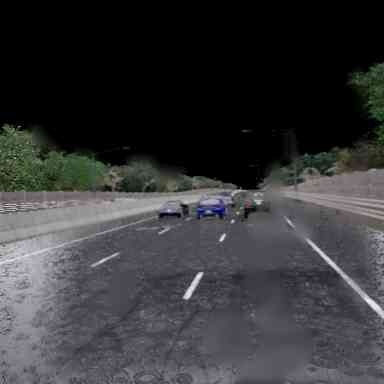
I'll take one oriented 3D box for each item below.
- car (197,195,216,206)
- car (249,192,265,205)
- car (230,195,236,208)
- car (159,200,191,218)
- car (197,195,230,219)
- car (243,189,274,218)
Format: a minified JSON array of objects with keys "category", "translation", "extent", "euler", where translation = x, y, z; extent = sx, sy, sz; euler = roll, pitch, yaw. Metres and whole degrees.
[{"category":"car","translation":[2.069,1.197,47.034],"extent":[1.994,1.385,4.181],"euler":[-2,0,11]},{"category":"car","translation":[8.841,0.835,45.211],"extent":[1.882,1.535,5.008],"euler":[-2,0,11]},{"category":"car","translation":[4.189,1.109,39.480],"extent":[2.033,1.411,5.357],"euler":[-2,0,11]},{"category":"car","translation":[-1.432,1.411,28.450],"extent":[1.994,1.385,4.181],"euler":[-2,0,11]},{"category":"car","translation":[1.616,1.211,25.836],"extent":[1.882,1.535,5.008],"euler":[-2,0,11]},{"category":"car","translation":[5.154,0.811,25.761],"extent":[2.150,2.045,5.566],"euler":[-2,1,11]}]
